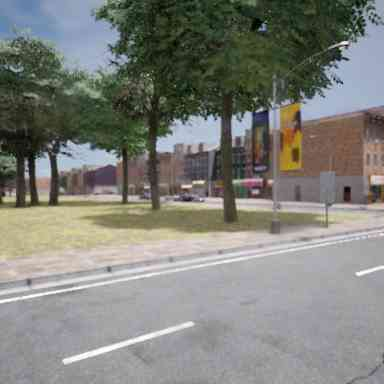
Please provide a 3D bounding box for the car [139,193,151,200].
[{"bbox_3d":[-8.743,0.895,66.631,2.033,1.411,5.357,-1,0,-35],"label":"car"}]

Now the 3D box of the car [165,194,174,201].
[{"bbox_3d":[-2.871,0.982,58.479,1.895,1.301,4.718,-1,1,-35],"label":"car"}]

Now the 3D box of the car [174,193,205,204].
[{"bbox_3d":[-0.037,0.943,49.519,2.128,1.511,4.902,-1,1,-35],"label":"car"}]
